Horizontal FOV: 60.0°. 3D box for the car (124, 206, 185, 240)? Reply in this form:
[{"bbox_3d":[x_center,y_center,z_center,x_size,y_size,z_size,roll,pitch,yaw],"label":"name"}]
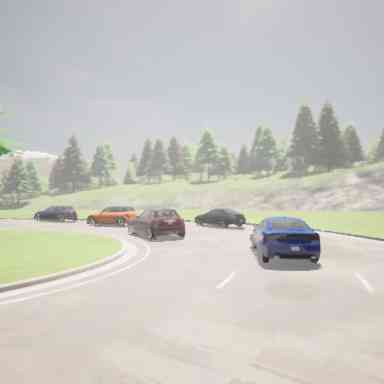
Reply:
[{"bbox_3d":[-2.230,1.774,20.197,2.097,1.767,4.553,0,-1,-29],"label":"car"}]

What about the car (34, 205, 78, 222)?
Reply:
[{"bbox_3d":[-14.379,2.224,35.143,4.553,1.767,2.097,-1,-1,22],"label":"car"}]

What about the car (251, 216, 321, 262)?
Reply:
[{"bbox_3d":[3.479,1.685,12.993,1.882,1.535,5.008,0,-1,5],"label":"car"}]

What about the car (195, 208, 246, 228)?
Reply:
[{"bbox_3d":[2.177,1.998,26.025,1.812,1.442,4.674,1,-2,-38],"label":"car"}]

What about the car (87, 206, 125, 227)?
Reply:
[{"bbox_3d":[-6.751,1.993,28.438,4.553,1.767,2.097,-1,-1,27],"label":"car"}]
